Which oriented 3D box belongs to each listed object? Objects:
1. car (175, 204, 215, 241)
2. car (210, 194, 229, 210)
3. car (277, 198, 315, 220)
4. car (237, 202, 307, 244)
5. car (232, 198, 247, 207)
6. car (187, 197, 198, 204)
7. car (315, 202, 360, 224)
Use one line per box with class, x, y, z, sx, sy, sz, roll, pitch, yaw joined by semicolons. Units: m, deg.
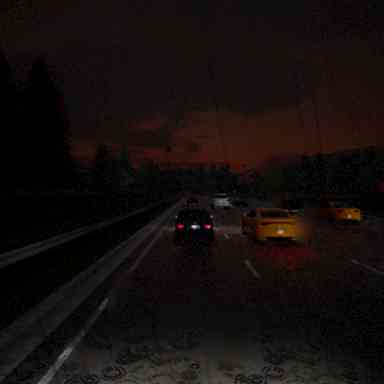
car;0.102;1.547;16.776;2.033;1.411;5.357;0;0;0
car;3.607;1.220;44.163;2.150;2.045;5.566;0;0;0
car;7.101;1.491;24.951;2.128;1.511;4.902;0;0;0
car;3.601;1.477;15.982;1.882;1.535;5.008;0;0;0
car;7.110;1.599;50.066;1.895;1.301;4.718;0;0;0
car;0.107;1.561;63.428;1.994;1.385;4.181;0;0;0
car;10.603;1.477;24.843;1.882;1.535;5.008;0;0;0
